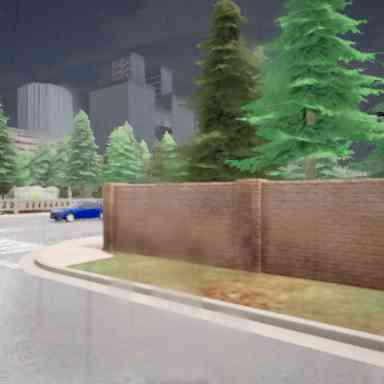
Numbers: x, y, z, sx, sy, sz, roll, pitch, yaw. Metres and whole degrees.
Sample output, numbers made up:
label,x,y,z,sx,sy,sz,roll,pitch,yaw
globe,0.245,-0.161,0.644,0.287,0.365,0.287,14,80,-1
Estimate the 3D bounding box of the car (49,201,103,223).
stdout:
label,x,y,z,sx,sy,sz,roll,pitch,yaw
car,-8.951,1.528,26.832,1.882,1.535,5.008,0,0,35
